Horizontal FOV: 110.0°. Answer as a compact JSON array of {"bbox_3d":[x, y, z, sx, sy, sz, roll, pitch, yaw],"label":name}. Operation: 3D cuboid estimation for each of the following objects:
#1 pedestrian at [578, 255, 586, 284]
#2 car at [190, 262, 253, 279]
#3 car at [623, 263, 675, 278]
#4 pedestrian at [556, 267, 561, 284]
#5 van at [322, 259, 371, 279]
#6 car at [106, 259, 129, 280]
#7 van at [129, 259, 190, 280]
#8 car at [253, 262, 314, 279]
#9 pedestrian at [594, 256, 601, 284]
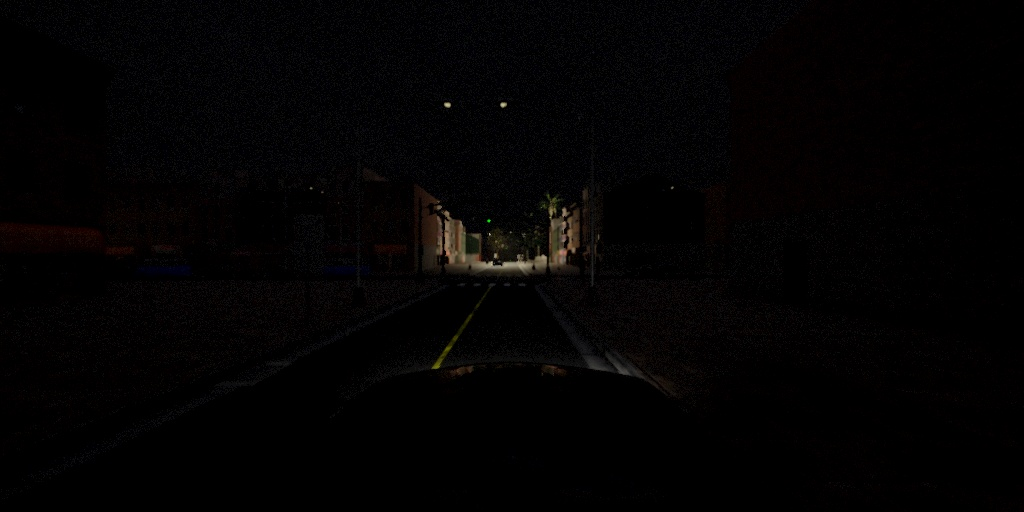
[{"bbox_3d":[4.473,0.877,22.617,0.375,1.860,0.375,0,0,0],"label":"pedestrian"},{"bbox_3d":[-25.684,1.248,32.114,4.097,1.591,1.967,0,0,0],"label":"car"},{"bbox_3d":[12.268,1.255,32.285,4.403,1.370,2.007,0,0,0],"label":"car"},{"bbox_3d":[3.161,1.260,23.817,0.500,1.100,0.500,0,0,0],"label":"pedestrian"},{"bbox_3d":[-14.733,1.116,32.163,3.998,1.789,1.690,0,0,0],"label":"van"},{"bbox_3d":[-36.631,1.158,32.064,5.009,1.841,2.192,0,0,0],"label":"car"},{"bbox_3d":[-31.159,1.166,32.089,3.998,1.789,1.690,0,0,0],"label":"van"},{"bbox_3d":[-20.209,1.231,32.138,4.097,1.591,1.967,0,0,0],"label":"car"},{"bbox_3d":[5.517,0.871,23.217,0.375,1.860,0.375,0,0,0],"label":"pedestrian"}]
